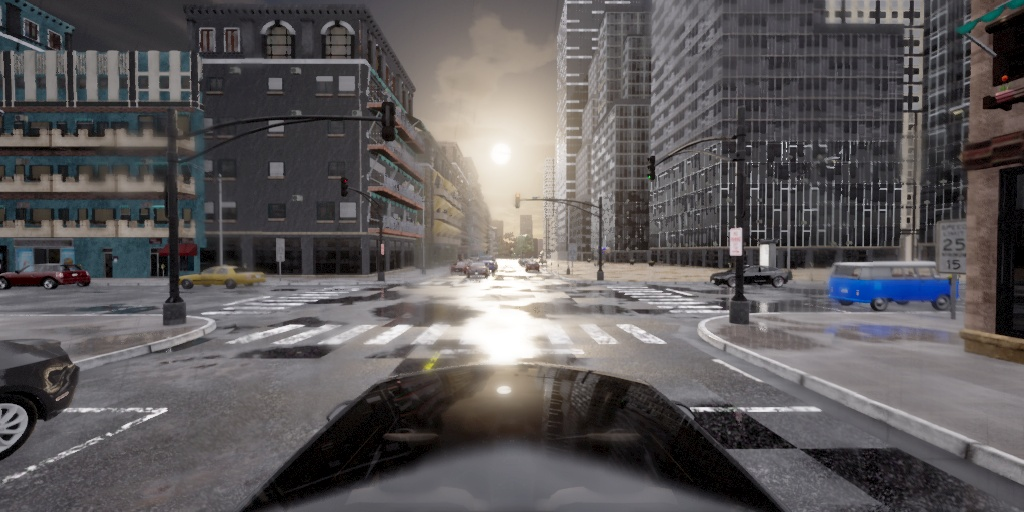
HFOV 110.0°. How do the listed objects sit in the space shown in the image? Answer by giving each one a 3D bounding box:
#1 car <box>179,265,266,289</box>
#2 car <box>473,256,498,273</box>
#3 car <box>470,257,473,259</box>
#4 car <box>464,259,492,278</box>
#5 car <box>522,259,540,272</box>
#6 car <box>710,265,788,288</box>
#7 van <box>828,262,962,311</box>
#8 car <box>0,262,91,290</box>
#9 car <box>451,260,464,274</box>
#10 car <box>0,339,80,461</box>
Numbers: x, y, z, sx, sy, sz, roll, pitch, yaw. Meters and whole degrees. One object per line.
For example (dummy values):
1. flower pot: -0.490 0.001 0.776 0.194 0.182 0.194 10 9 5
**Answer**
1. car: -17.921 1.247 22.099 4.829 1.417 1.751 0 0 0
2. car: -3.175 0.966 44.087 2.150 2.045 5.566 0 0 0
3. car: -5.775 1.184 45.854 1.967 1.591 4.097 0 0 0
4. car: -3.160 1.270 34.181 1.812 1.442 4.674 0 0 0
5. car: 2.572 1.289 45.928 1.888 1.381 4.507 0 0 0
6. car: 14.637 1.215 22.214 4.313 1.339 1.948 0 0 0
7. van: 14.667 1.117 13.834 3.998 1.789 1.690 0 0 0
8. car: -28.819 1.190 22.060 4.097 1.591 1.967 0 0 0
9. car: -5.764 1.289 40.205 1.888 1.381 4.507 0 0 0
10. car: -5.691 1.300 2.139 2.007 1.370 4.403 0 0 0
